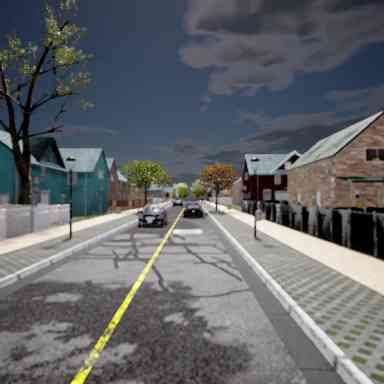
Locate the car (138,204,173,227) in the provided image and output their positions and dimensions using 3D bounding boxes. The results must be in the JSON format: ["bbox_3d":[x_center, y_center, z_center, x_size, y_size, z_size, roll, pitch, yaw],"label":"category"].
[{"bbox_3d":[-2.833,1.719,24.865,2.128,1.511,4.902,0,-1,0],"label":"car"}]

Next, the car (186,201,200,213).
[{"bbox_3d":[0.113,1.947,44.646,1.837,1.490,4.892,0,-1,0],"label":"car"}]

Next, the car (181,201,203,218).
[{"bbox_3d":[0.120,1.893,34.589,1.994,1.385,4.181,0,-1,0],"label":"car"}]

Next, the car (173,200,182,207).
[{"bbox_3d":[-2.739,2.252,65.045,1.994,1.385,4.181,0,-1,1],"label":"car"}]
